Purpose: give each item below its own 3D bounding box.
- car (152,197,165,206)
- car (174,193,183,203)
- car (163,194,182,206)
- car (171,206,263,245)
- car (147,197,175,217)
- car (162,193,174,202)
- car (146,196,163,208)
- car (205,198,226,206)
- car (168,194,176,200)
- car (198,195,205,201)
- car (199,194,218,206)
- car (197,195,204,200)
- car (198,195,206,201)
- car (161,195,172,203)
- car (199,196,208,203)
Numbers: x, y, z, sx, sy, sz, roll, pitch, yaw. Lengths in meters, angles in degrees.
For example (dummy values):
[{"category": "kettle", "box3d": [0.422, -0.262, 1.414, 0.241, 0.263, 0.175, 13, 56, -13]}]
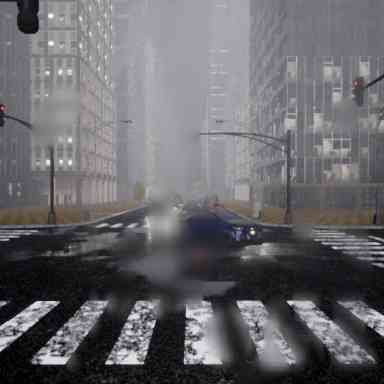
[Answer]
[{"category": "car", "box3d": [-5.428, 1.557, 54.221, 1.802, 1.307, 4.206, -1, 0, 0]}, {"category": "car", "box3d": [-2.872, 1.278, 64.356, 2.150, 2.045, 5.566, 0, 0, 0]}, {"category": "car", "box3d": [-2.933, 1.473, 46.513, 2.128, 1.511, 4.902, 0, 0, 0]}, {"category": "car", "box3d": [1.236, 1.558, 15.723, 1.994, 1.385, 4.181, 0, 0, -43]}, {"category": "car", "box3d": [-2.911, 1.492, 30.895, 1.837, 1.490, 4.892, 0, 0, 0]}, {"category": "car", "box3d": [-5.473, 1.272, 76.319, 2.192, 1.841, 5.009, -1, 0, 0]}, {"category": "car", "box3d": [-5.419, 1.418, 48.696, 1.967, 1.590, 4.097, -1, 0, 0]}, {"category": "car", "box3d": [2.461, 1.569, 32.163, 1.802, 1.307, 4.206, -1, 0, 0]}, {"category": "car", "box3d": [-5.503, 1.383, 92.893, 1.967, 1.590, 4.097, -1, 0, 0]}, {"category": "car", "box3d": [2.388, 1.473, 87.578, 1.752, 1.417, 4.829, -1, 0, 0]}, {"category": "car", "box3d": [2.457, 1.297, 43.212, 2.192, 1.841, 5.009, -1, 0, 0]}, {"category": "car", "box3d": [2.379, 1.488, 92.933, 1.887, 1.381, 4.507, -1, 0, 0]}, {"category": "car", "box3d": [2.400, 1.535, 81.884, 1.802, 1.307, 4.206, -1, 0, 0]}, {"category": "car", "box3d": [-5.461, 1.402, 70.794, 1.967, 1.590, 4.097, -1, 0, 0]}, {"category": "car", "box3d": [2.420, 1.507, 70.834, 1.887, 1.381, 4.507, -1, 0, 0]}]
